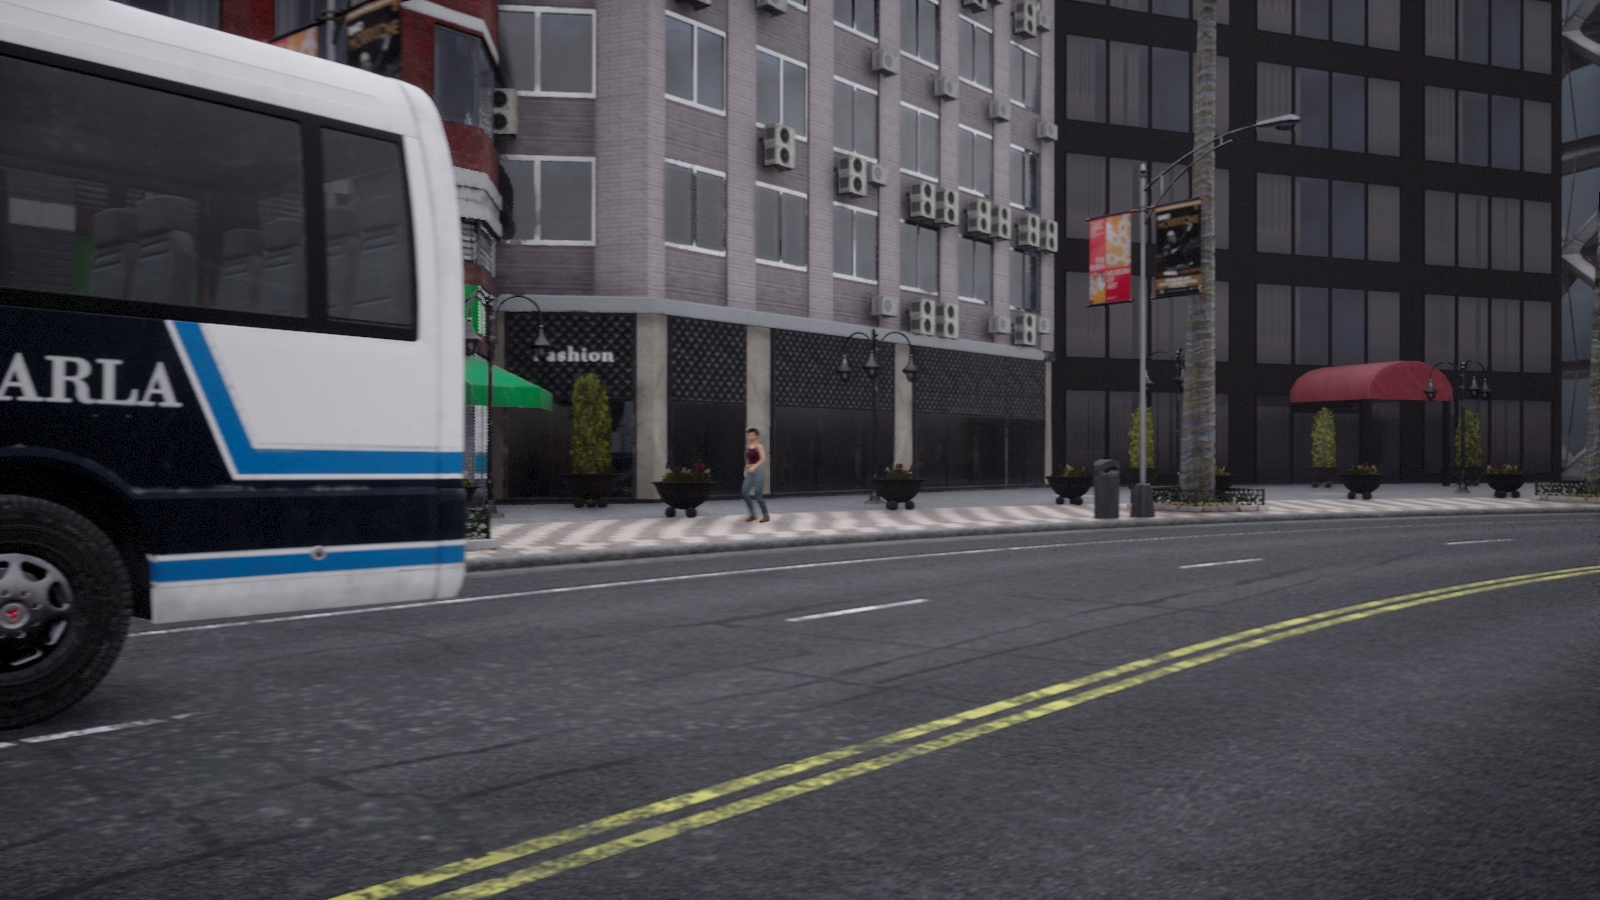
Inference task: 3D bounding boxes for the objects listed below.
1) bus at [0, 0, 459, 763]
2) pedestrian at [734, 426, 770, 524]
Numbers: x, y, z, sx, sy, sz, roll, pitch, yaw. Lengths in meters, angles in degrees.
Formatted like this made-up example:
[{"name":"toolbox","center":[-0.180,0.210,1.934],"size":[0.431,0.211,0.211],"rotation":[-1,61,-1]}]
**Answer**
[{"name":"bus","center":[-7.040,-0.603,5.528],"size":[3.944,4.253,10.273],"rotation":[0,-1,40]},{"name":"pedestrian","center":[-0.905,0.462,23.864],"size":[0.594,1.836,0.345],"rotation":[0,0,-40]}]
